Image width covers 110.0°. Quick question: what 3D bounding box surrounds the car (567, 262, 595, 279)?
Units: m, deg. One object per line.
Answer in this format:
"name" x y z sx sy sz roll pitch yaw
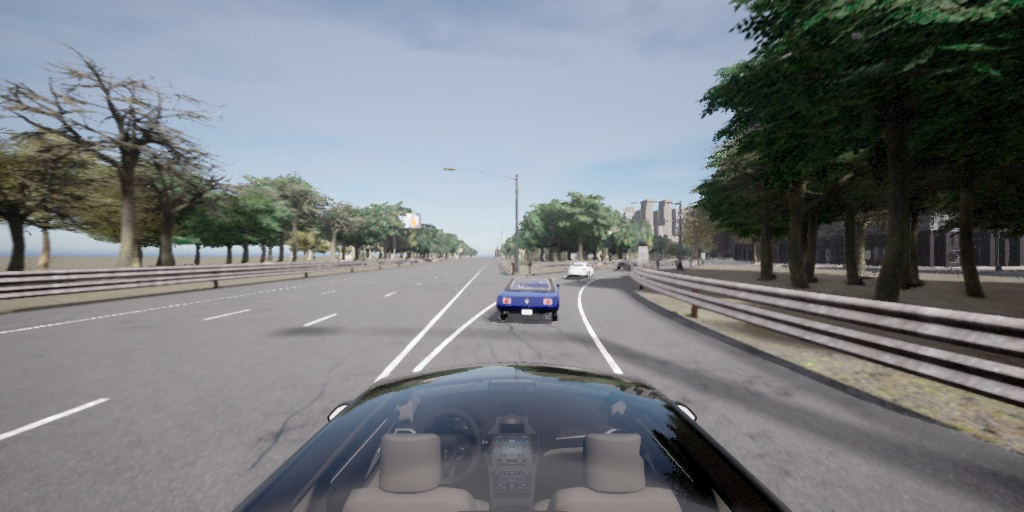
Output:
"car" 6.518 1.322 33.827 1.812 1.442 4.674 0 0 22

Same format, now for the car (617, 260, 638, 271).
"car" 16.814 1.345 52.080 1.837 1.490 4.892 -1 -1 37

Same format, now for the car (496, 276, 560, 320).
"car" 0.762 1.359 12.708 1.895 1.301 4.718 0 0 8
